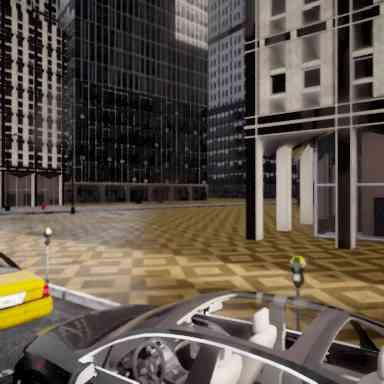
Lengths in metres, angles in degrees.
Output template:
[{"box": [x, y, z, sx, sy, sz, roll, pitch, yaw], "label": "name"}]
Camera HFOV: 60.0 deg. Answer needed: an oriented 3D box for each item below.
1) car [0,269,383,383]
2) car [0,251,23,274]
[{"box": [0.256, 1.550, 2.694, 4.403, 1.369, 2.008, 0, 0, 36], "label": "car"}, {"box": [-4.498, 1.521, 6.087, 4.829, 1.417, 1.752, 0, 0, 36], "label": "car"}]
